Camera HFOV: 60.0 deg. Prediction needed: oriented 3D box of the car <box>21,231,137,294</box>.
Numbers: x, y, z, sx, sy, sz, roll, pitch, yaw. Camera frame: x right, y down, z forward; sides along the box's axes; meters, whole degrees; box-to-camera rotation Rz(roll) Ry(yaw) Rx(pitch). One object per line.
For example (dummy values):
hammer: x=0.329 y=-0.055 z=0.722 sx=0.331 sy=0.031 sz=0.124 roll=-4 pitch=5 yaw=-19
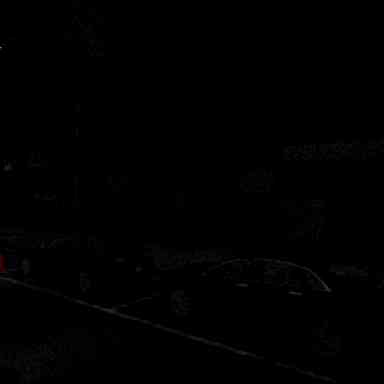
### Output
car: x=-3.095 y=1.759 z=9.369 sx=4.507 sy=1.381 sz=1.887 roll=-1 pitch=-1 yaw=37

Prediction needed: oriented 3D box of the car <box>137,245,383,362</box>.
car: x=1.321 y=1.718 z=6.081 sx=4.403 sy=1.369 sz=2.008 roll=-1 pitch=-1 yaw=37

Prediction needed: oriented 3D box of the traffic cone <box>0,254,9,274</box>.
traffic cone: x=-5.795 y=2.166 z=10.085 sx=0.340 sy=0.580 sz=0.340 roll=-1 pitch=-2 yaw=37
